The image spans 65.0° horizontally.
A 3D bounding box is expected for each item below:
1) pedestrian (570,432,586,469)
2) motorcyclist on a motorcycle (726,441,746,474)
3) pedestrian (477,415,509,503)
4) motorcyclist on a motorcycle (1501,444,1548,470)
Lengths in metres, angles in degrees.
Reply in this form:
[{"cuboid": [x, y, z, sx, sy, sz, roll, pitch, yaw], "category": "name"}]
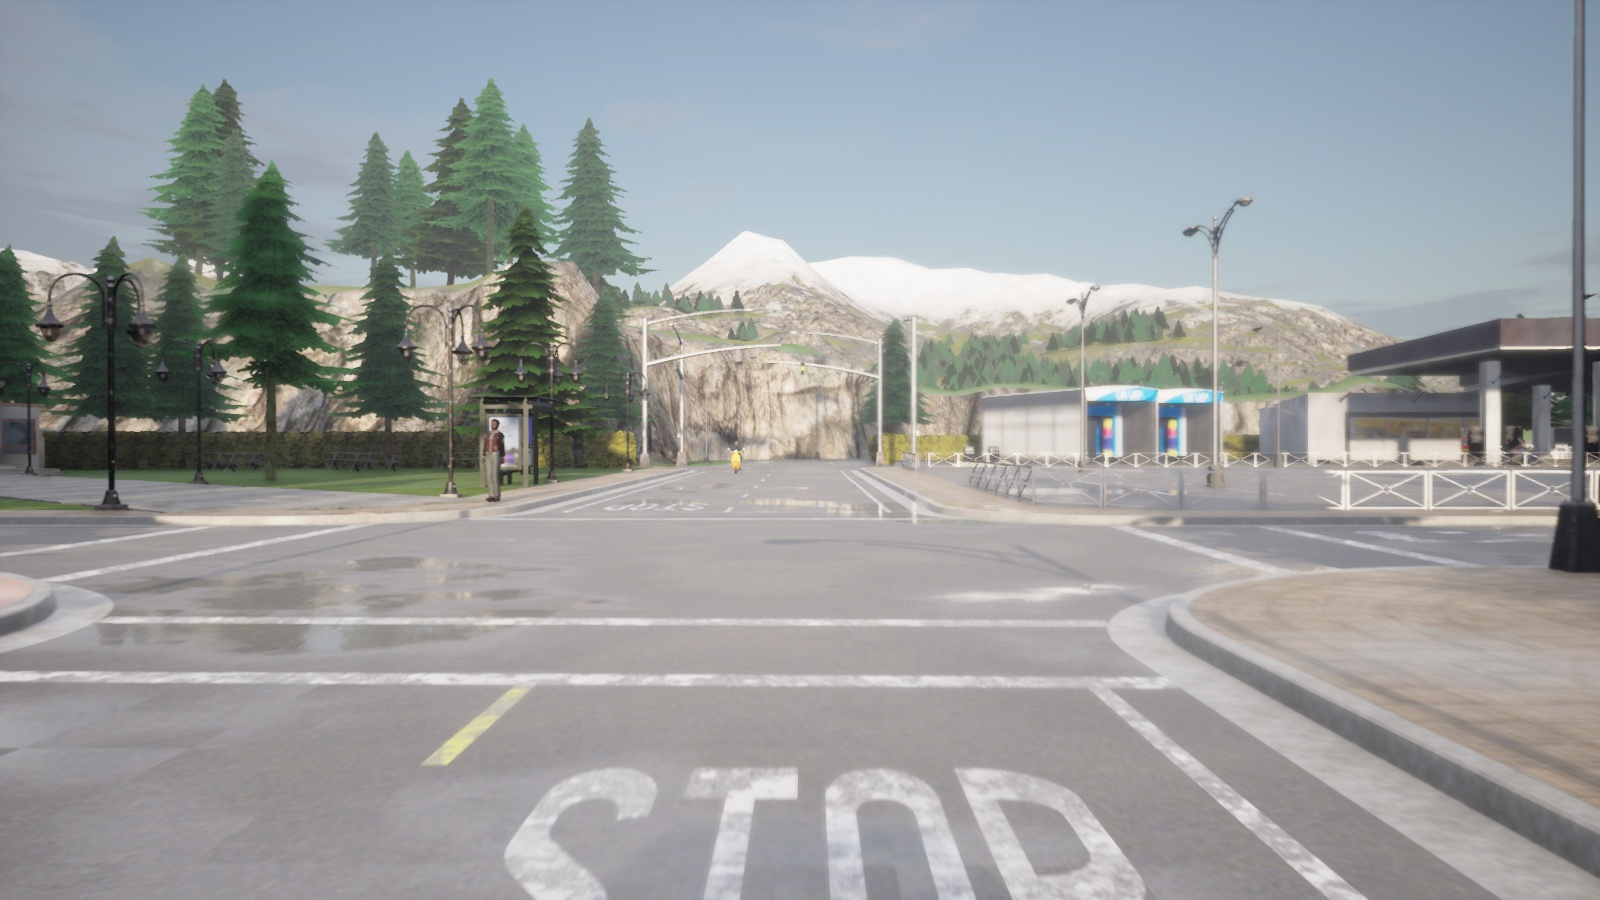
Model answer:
[{"cuboid": [-11.552, 0.011, 65.338, 0.563, 1.883, 0.849, 0, 0, -31], "category": "pedestrian"}, {"cuboid": [-3.135, 0.337, 61.687, 0.866, 1.590, 1.817, 0, 0, 0], "category": "motorcyclist on a motorcycle"}, {"cuboid": [-6.836, 0.204, 27.970, 0.402, 1.930, 0.666, 0, 0, 18], "category": "pedestrian"}, {"cuboid": [41.413, 0.396, 71.815, 2.191, 1.530, 0.866, 0, 0, 1], "category": "motorcyclist on a motorcycle"}]
